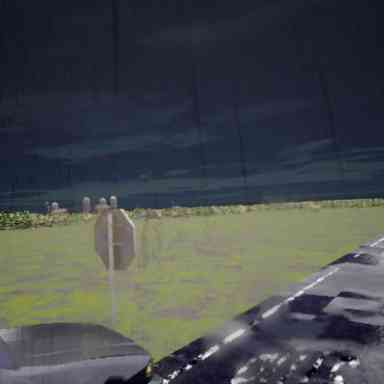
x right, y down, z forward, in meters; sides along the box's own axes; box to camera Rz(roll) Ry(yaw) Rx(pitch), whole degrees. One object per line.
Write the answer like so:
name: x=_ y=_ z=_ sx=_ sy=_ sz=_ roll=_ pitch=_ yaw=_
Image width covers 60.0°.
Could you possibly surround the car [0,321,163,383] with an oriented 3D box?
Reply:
car: x=-2.883 y=1.861 z=2.651 sx=5.357 sy=1.411 sz=2.033 roll=0 pitch=-4 yaw=-40
